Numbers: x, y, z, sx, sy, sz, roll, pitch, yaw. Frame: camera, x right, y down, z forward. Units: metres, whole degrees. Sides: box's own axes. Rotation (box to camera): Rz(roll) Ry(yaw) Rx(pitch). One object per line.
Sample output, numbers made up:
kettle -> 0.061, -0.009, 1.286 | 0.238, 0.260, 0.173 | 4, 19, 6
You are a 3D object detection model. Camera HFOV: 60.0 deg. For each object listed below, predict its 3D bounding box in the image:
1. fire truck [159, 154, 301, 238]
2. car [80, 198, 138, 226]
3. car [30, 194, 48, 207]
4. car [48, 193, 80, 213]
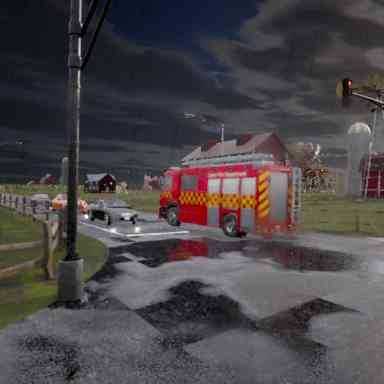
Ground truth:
fire truck -> 1.494, 0.205, 18.019 | 2.891, 3.827, 8.468 | 1, 0, -35
car -> -5.118, 1.202, 21.098 | 2.128, 1.511, 4.902 | 1, 0, -35
car -> -17.631, 0.952, 38.877 | 1.812, 1.442, 4.674 | 1, 0, -35
car -> -10.737, 0.934, 29.078 | 2.097, 1.767, 4.553 | 1, 0, -35
